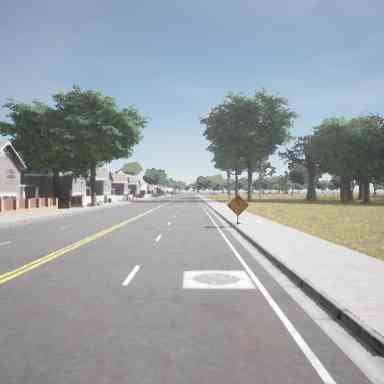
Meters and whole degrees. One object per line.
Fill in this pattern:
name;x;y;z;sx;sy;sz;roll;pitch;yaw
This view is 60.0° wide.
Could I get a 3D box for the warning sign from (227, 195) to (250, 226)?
warning sign;2.850;1.112;20.624;1.300;1.860;1.060;0;0;0
